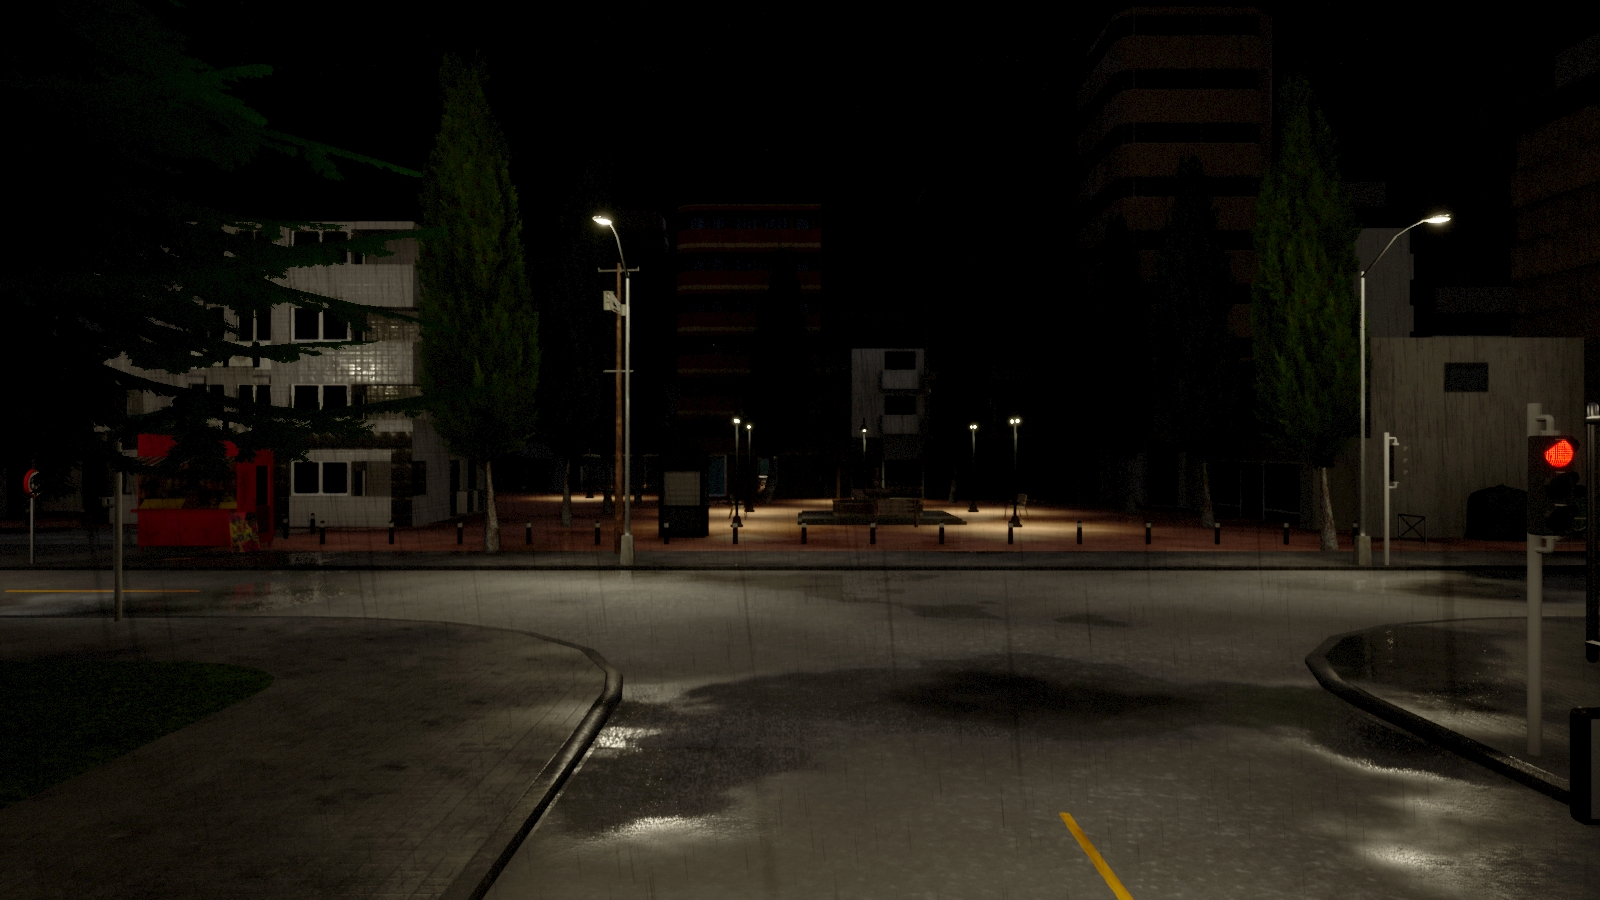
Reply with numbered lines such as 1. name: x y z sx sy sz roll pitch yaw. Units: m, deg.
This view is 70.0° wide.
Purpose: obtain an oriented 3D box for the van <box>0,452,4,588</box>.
1. van: -18.040 1.323 20.650 5.915 2.561 1.988 0 0 0

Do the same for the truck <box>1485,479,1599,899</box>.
1. truck: 4.017 1.349 1.921 2.627 2.467 5.204 0 0 0
